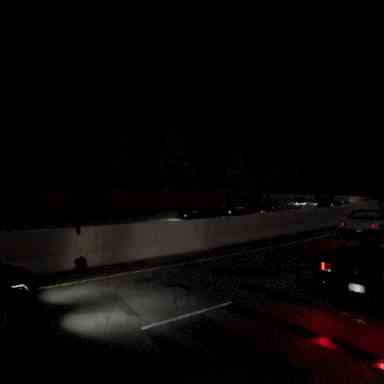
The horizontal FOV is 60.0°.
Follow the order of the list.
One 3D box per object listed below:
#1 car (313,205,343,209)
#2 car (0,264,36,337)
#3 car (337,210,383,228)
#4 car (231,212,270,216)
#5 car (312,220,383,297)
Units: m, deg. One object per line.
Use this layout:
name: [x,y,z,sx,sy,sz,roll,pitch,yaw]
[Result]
car: [13.776,1.240,33.532,2.097,1.767,4.553,0,0,35]
car: [-4.819,1.549,4.781,4.674,1.442,1.812,0,0,-35]
car: [9.082,1.534,16.606,1.895,1.301,4.718,0,0,45]
car: [4.713,1.166,27.589,2.150,2.045,5.566,0,0,41]
car: [4.891,1.566,7.904,4.718,1.301,1.895,0,0,-41]
